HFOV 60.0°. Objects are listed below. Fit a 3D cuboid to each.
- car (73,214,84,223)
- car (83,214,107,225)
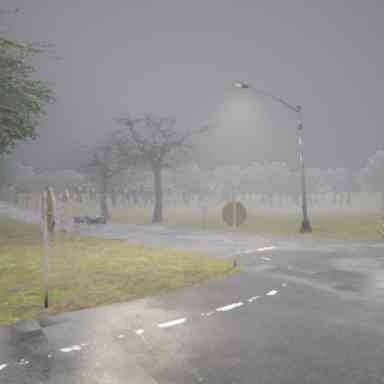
[{"bbox_3d":[-19.670,4.699,58.854,1.837,1.490,4.892,-1,-2,-34],"label":"car"},{"bbox_3d":[-14.912,4.323,51.957,1.882,1.535,5.008,-1,-2,-34],"label":"car"}]
